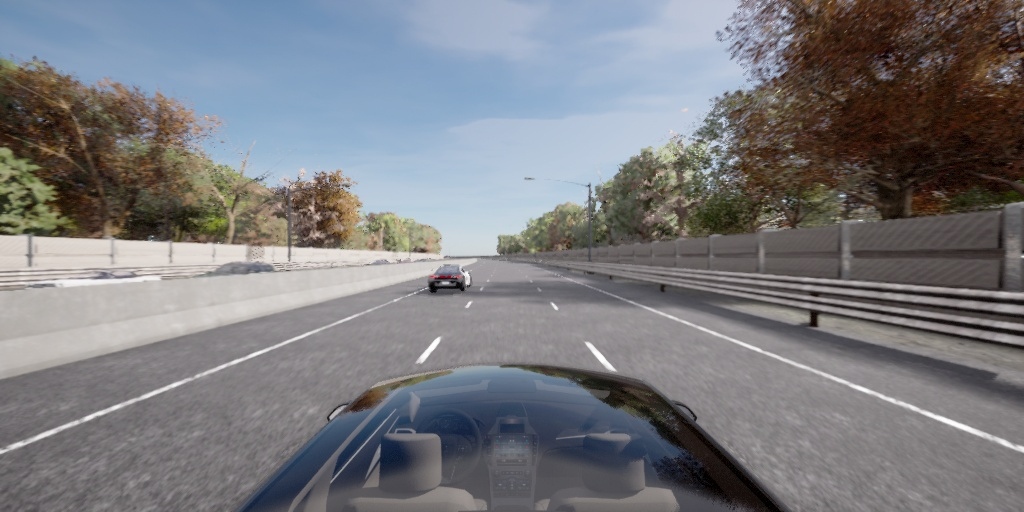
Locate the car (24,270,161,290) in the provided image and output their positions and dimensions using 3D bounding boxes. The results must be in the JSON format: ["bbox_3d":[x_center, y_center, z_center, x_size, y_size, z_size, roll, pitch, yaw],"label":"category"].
[{"bbox_3d":[-21.175,1.401,18.398,1.895,1.301,4.718,0,0,0],"label":"car"}]

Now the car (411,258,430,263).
[{"bbox_3d":[-14.983,1.211,60.547,2.097,1.767,4.553,0,0,-2],"label":"car"}]

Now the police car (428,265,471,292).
[{"bbox_3d":[-3.623,1.305,21.743,2.038,1.542,4.974,0,0,-1],"label":"police car"}]

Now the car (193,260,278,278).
[{"bbox_3d":[-14.176,1.144,18.589,2.097,1.767,4.553,0,0,0],"label":"car"}]

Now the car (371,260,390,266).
[{"bbox_3d":[-21.962,1.411,60.107,2.033,1.411,5.357,0,0,-2],"label":"car"}]
